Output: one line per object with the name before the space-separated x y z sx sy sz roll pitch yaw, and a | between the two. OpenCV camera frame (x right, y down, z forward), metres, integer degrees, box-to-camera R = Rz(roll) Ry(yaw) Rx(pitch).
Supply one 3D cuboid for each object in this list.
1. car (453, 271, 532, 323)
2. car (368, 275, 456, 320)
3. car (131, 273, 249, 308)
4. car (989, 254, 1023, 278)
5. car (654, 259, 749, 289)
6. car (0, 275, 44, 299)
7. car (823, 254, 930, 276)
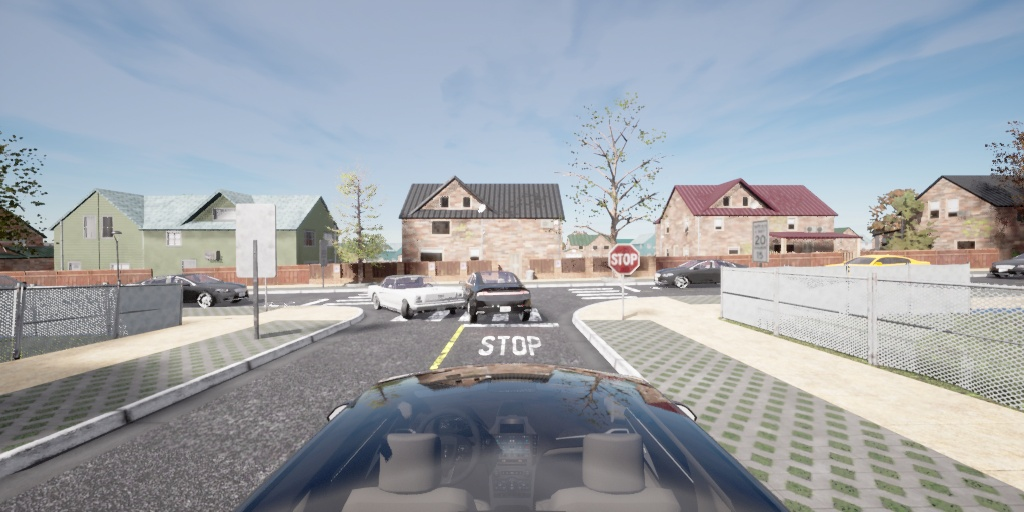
car | -0.687 1.243 12.177 2.128 1.511 4.902 0 0 -12
car | -3.603 1.368 13.036 1.895 1.301 4.718 0 0 -38
car | -14.904 1.567 16.531 4.902 1.511 2.128 -1 1 0
car | 29.383 0.478 19.662 4.902 1.511 2.128 -1 1 0
car | 10.328 0.926 19.587 4.902 1.511 2.128 -1 1 0
car | -24.241 1.648 16.489 4.553 1.767 2.097 -1 1 0
car | 19.759 0.690 19.624 5.008 1.535 1.882 -1 1 -1
